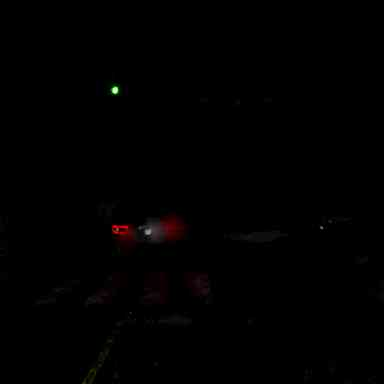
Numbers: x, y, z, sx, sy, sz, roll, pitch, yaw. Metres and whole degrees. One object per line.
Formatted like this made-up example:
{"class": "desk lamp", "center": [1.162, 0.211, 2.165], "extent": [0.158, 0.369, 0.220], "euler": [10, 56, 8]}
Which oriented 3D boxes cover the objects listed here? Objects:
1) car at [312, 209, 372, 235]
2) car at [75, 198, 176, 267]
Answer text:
{"class": "car", "center": [9.149, 1.615, 18.346], "extent": [4.718, 1.301, 1.895], "euler": [0, 0, -10]}
{"class": "car", "center": [-2.528, 1.241, 11.842], "extent": [2.150, 2.045, 5.566], "euler": [1, -1, -29]}
